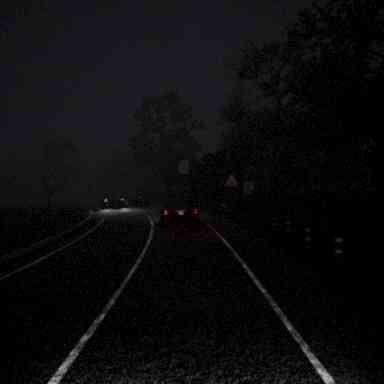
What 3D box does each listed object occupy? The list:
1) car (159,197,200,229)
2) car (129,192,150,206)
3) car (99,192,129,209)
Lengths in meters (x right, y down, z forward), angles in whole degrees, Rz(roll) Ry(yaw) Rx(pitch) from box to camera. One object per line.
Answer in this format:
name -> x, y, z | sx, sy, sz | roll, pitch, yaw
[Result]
car -> -0.819, 1.077, 19.651 | 2.097, 1.767, 4.553 | -1, 2, -6
car -> -6.217, 0.719, 38.366 | 2.128, 1.511, 4.902 | -3, 2, -24
car -> -8.445, 0.781, 34.850 | 2.097, 1.767, 4.553 | -3, 2, -23
